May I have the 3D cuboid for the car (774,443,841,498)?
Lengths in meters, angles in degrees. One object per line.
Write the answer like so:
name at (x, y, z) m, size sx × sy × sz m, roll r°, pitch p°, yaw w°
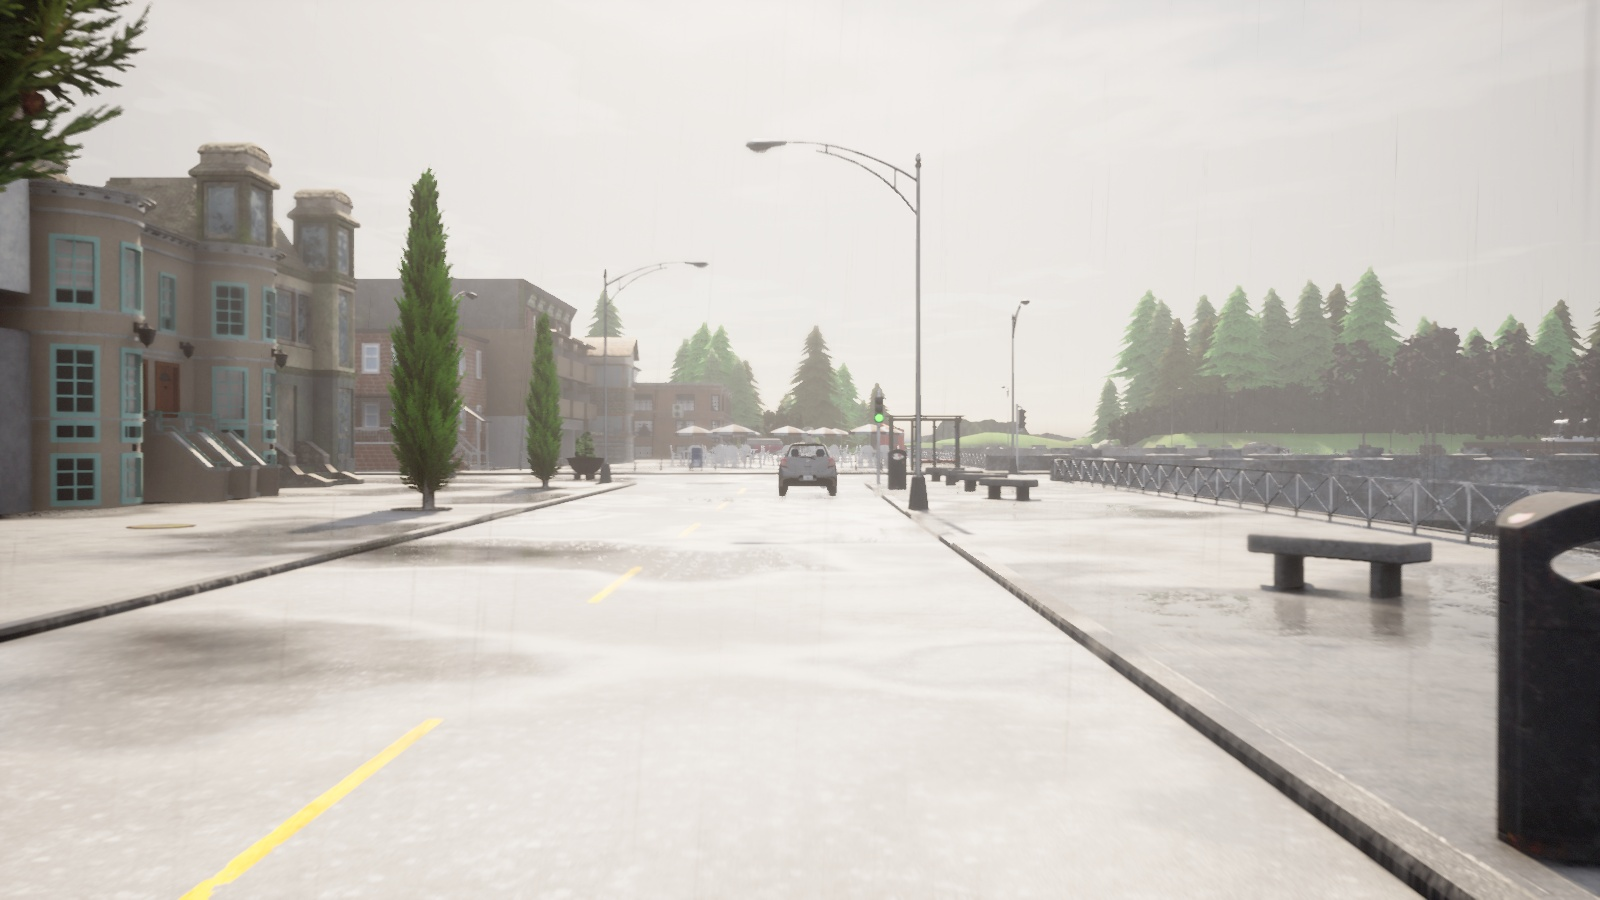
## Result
car at (0.218, 0.556, 36.340) m, size 1.845 × 1.501 × 3.633 m, roll 0°, pitch 0°, yaw 0°
